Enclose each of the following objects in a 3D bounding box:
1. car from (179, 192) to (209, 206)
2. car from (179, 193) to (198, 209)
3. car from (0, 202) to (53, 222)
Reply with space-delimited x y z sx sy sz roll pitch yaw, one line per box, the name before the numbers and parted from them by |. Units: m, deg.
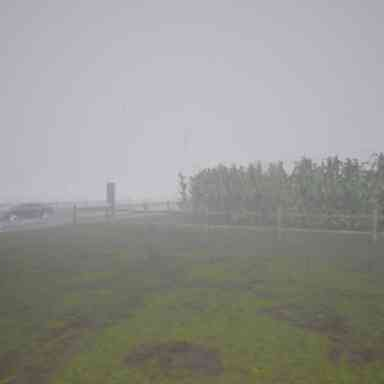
car | 0.405 1.097 51.607 2.150 2.045 5.566 0 0 31
car | 0.177 1.255 44.042 2.097 1.767 4.553 0 0 30
car | -13.835 1.581 27.312 1.837 1.490 4.892 0 0 30
